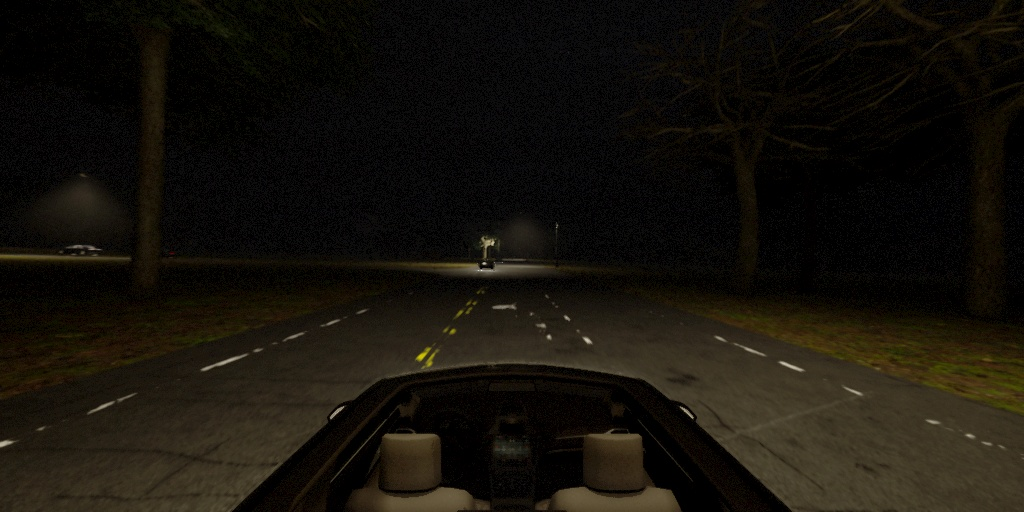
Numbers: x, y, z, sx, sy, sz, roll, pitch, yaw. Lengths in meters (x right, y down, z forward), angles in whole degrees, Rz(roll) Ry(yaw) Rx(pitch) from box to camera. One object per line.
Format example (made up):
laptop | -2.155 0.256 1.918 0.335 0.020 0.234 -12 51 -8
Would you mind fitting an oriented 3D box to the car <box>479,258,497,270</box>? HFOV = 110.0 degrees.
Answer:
car | -3.592 1.325 51.438 1.994 1.385 4.181 1 0 0
